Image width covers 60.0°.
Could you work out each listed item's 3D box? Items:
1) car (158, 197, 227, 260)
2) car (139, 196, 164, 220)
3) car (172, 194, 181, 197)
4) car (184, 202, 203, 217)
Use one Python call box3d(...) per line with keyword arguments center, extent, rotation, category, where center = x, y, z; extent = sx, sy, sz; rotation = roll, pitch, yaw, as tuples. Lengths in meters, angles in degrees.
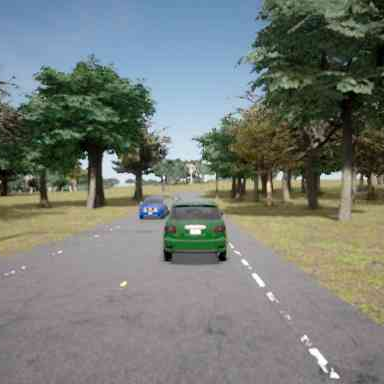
box3d(center=(0.111, 1.351, 13.056), extent=(2.150, 2.045, 5.566), rotation=(0, 0, 0), category="car")
box3d(center=(-3.540, 1.448, 31.024), extent=(2.150, 2.045, 5.566), rotation=(0, 0, 0), category="car")
box3d(center=(-3.365, 1.223, 71.335), extent=(1.812, 1.442, 4.674), rotation=(0, 1, 0), category="car")
box3d(center=(0.165, 1.810, 35.560), extent=(1.895, 1.301, 4.718), rotation=(0, 0, 0), category="car")
